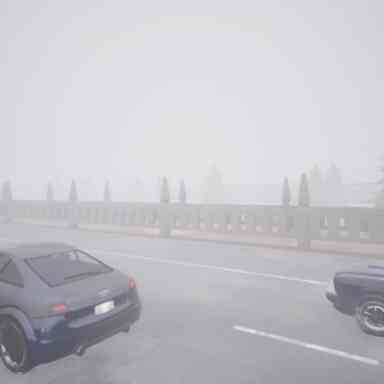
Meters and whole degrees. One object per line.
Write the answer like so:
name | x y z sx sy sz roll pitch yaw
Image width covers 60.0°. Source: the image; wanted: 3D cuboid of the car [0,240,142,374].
car | -2.879 1.536 5.612 4.181 1.385 1.994 0 0 33

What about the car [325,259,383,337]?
car | 4.575 1.579 4.898 4.718 1.301 1.895 0 0 36
